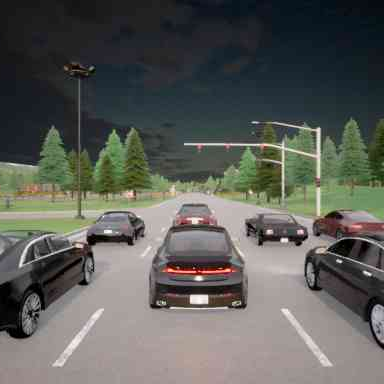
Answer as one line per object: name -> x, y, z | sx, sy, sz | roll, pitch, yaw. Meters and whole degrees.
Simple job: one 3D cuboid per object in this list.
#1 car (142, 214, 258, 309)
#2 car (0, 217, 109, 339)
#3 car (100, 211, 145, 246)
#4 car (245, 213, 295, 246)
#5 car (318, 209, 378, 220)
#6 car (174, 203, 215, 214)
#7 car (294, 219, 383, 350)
car -> 0.118, 1.505, 7.851 | 1.837, 1.490, 4.892 | 0, 0, 0
car -> -3.385, 1.492, 6.558 | 2.128, 1.511, 4.902 | 0, 0, 0
car -> -3.367, 1.564, 15.363 | 1.994, 1.385, 4.181 | 0, 0, 0
car -> 3.632, 1.601, 15.251 | 1.895, 1.301, 4.718 | 0, 0, 0
car -> 7.132, 1.526, 15.327 | 1.812, 1.442, 4.674 | 0, 0, 0
car -> 0.135, 1.352, 16.988 | 2.097, 1.767, 4.553 | 0, 0, 0
car -> 3.614, 1.505, 6.150 | 1.837, 1.490, 4.892 | 0, 0, 0
